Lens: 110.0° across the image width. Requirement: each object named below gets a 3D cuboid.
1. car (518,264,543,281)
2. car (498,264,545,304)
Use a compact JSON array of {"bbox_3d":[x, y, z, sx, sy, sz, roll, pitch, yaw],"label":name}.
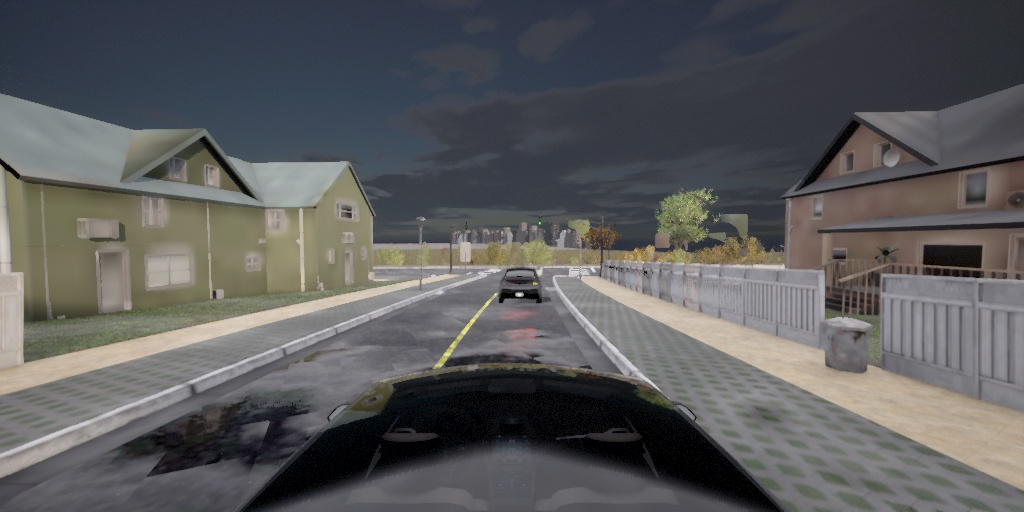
[{"bbox_3d":[1.716,1.382,31.324,1.895,1.301,4.718,0,0,7],"label":"car"},{"bbox_3d":[0.429,1.265,16.416,1.837,1.490,4.892,0,0,3],"label":"car"}]
